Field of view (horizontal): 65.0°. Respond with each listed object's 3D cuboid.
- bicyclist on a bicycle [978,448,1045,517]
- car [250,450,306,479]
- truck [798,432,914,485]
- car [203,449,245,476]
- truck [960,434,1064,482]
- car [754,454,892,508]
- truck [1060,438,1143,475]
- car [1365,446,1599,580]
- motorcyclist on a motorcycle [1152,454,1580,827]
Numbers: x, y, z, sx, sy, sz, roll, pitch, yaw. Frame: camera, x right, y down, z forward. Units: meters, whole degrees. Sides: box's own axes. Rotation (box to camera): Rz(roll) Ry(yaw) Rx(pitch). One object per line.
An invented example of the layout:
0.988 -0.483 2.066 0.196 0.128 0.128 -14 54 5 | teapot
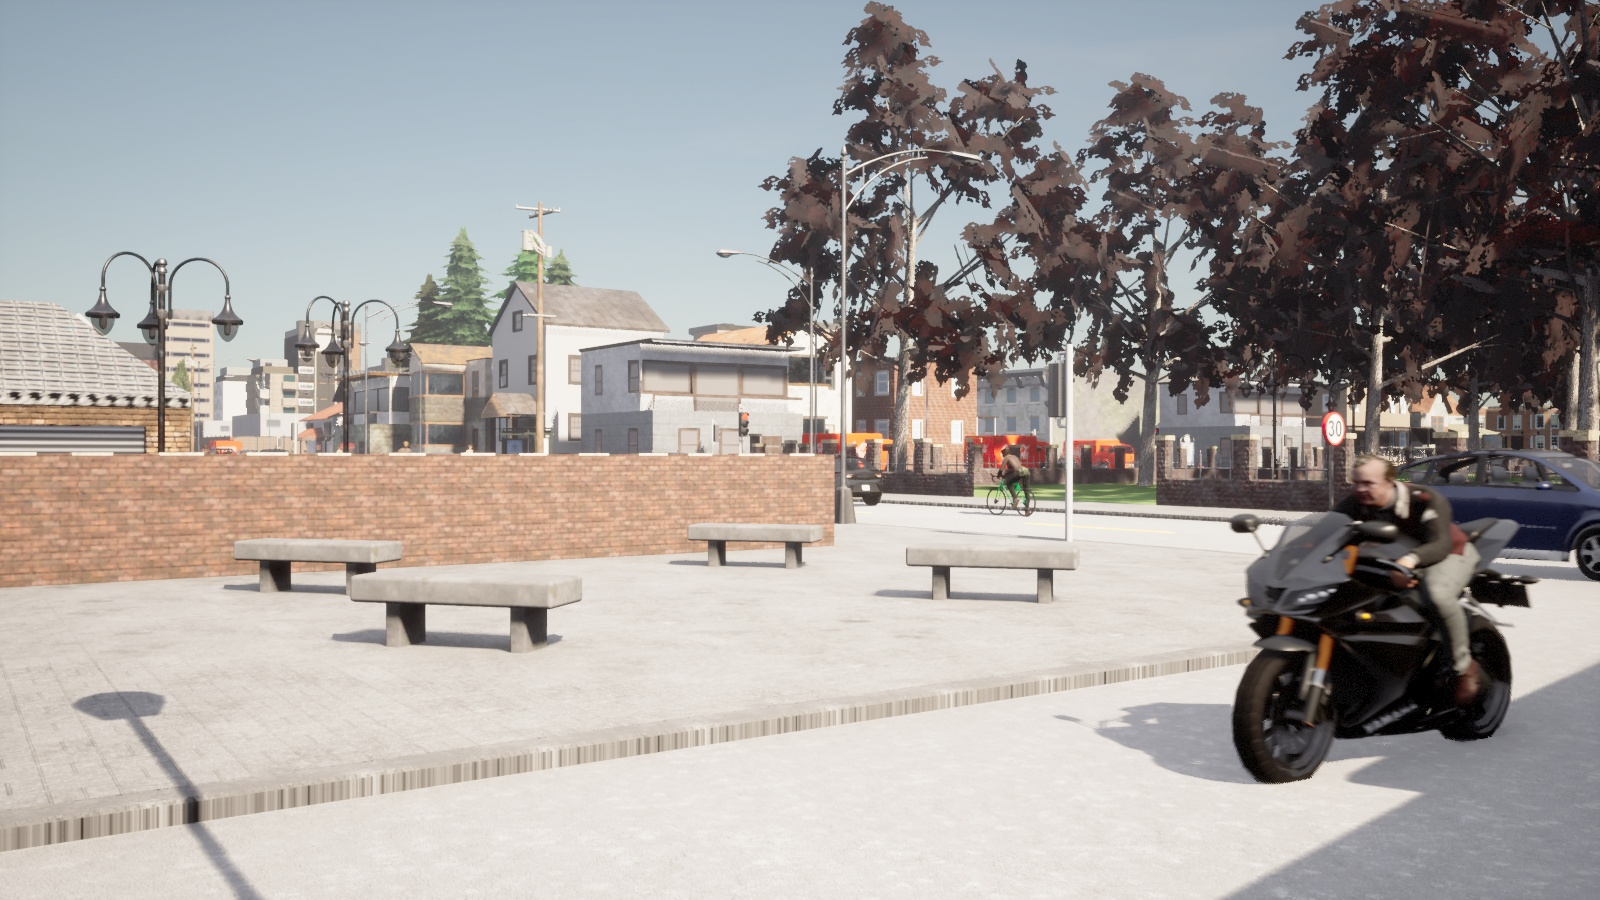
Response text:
5.038 0.760 30.000 0.582 1.620 1.656 0 0 -35 | bicyclist on a bicycle
-31.357 0.840 75.362 2.242 1.667 4.611 0 0 -35 | car
2.738 0.402 61.153 5.204 2.467 2.627 0 0 -39 | truck
-40.874 0.866 89.074 1.932 1.855 4.605 0 0 -35 | car
11.362 0.398 67.218 5.204 2.467 2.627 0 0 -38 | truck
0.603 0.846 36.427 1.816 1.474 4.193 0 0 -36 | car
20.709 0.425 86.450 2.627 2.467 5.204 0 0 -30 | truck
9.471 0.743 16.108 1.789 1.549 3.705 0 0 -29 | car
2.810 0.789 6.143 2.191 1.530 0.866 0 0 -33 | motorcyclist on a motorcycle
